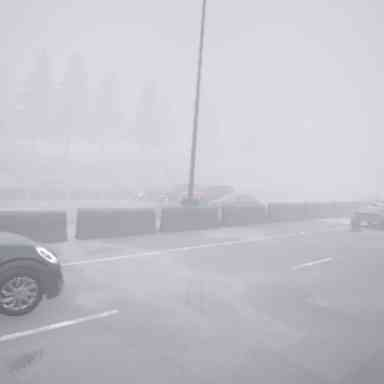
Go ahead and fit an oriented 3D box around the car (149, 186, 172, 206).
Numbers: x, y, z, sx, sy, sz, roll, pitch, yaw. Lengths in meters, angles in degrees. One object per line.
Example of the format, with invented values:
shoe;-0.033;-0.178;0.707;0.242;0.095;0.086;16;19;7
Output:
car;-0.817;0.199;31.083;5.566;2.045;2.150;0;2;-40

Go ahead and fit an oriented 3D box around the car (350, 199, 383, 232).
car;9.745;1.300;16.886;4.674;1.442;1.812;0;2;-40

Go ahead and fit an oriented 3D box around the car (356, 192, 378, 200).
car;30.693;0.748;57.157;4.718;1.301;1.895;0;2;-39

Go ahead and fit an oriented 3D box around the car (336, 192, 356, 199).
car;27.498;0.585;59.049;4.718;1.301;1.895;0;2;-39

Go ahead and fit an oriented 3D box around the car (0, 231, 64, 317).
car;-4.426;1.027;5.108;4.553;1.767;2.097;1;2;-40

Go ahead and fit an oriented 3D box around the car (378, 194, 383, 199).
car;32.944;0.810;54.491;4.892;1.490;1.837;0;2;-39

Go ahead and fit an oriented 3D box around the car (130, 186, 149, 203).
car;-3.859;0.166;33.107;4.553;1.767;2.097;0;2;-40

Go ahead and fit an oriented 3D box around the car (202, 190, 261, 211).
car;3.356;0.818;25.475;4.674;1.442;1.812;0;2;-40

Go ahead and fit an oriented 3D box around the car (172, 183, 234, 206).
car;1.416;0.357;28.392;5.566;2.045;2.150;0;2;-40
